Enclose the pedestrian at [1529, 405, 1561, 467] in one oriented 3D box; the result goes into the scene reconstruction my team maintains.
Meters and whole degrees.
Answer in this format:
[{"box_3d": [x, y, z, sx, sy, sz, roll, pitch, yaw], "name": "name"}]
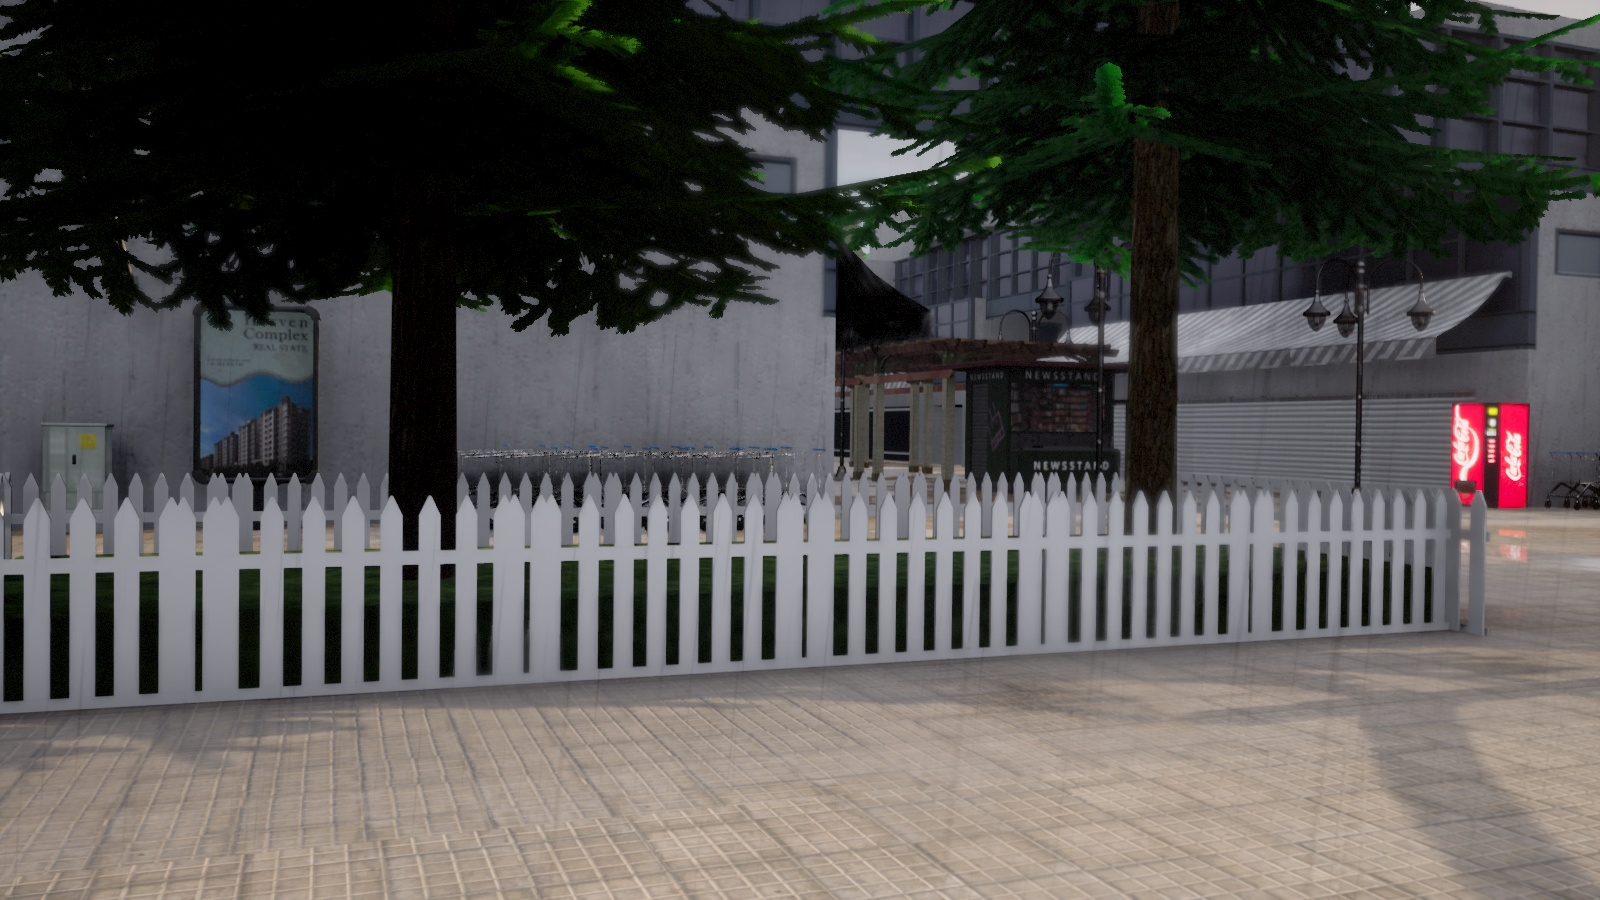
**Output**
[{"box_3d": [23.397, -0.442, 39.439, 0.423, 1.949, 0.788, -1, 1, -41], "name": "pedestrian"}]
